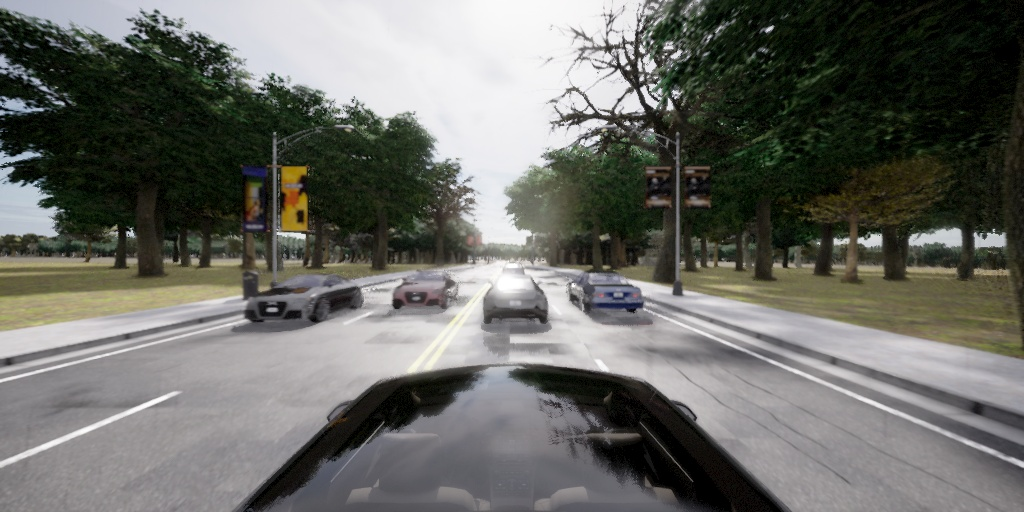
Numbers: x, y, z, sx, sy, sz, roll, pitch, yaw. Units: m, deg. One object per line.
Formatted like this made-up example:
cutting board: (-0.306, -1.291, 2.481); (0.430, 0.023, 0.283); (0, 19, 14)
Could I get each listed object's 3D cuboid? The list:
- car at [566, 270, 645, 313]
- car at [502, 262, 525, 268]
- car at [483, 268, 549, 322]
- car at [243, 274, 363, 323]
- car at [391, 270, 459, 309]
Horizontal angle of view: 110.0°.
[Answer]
car: (3.354, 1.263, 13.820); (2.033, 1.411, 5.357); (0, 0, 0)
car: (0.110, 1.217, 29.921); (2.033, 1.411, 5.357); (0, 0, 0)
car: (0.105, 1.285, 12.084); (1.994, 1.385, 4.181); (0, 0, 0)
car: (-6.596, 1.285, 11.848); (1.994, 1.385, 4.181); (0, 0, 0)
car: (-3.345, 1.278, 14.486); (1.994, 1.385, 4.181); (0, 0, 0)
